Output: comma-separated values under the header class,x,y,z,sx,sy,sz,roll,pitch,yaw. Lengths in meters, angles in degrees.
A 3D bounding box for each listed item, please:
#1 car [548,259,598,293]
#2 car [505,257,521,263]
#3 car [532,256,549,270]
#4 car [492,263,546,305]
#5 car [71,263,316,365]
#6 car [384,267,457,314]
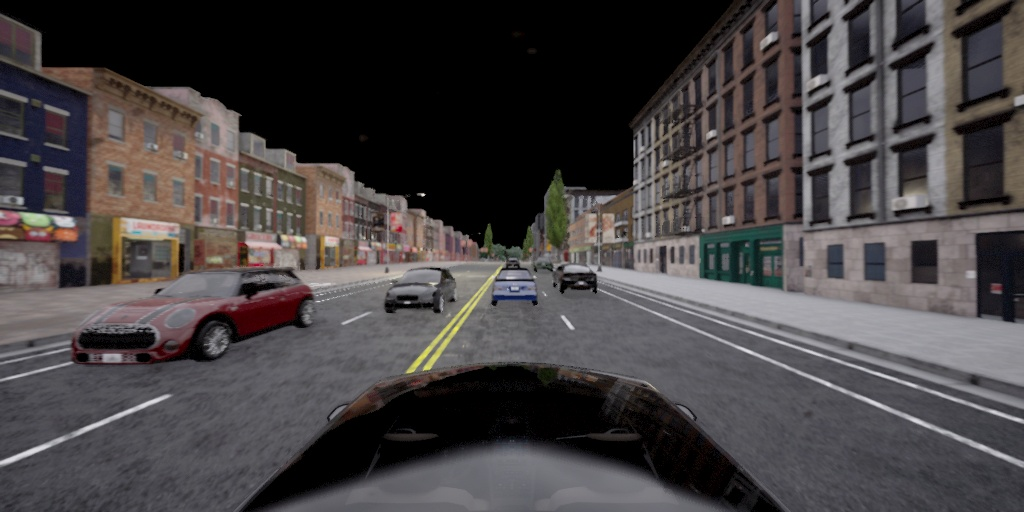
class,x,y,z,sx,sy,sz,roll,pitch,yaw
car,3.348,1.117,19.799,1.882,1.535,5.008,0,1,0
car,0.116,0.936,48.028,1.837,1.490,4.892,0,0,0
car,3.361,0.825,40.391,2.097,1.767,4.553,0,0,0
car,0.103,1.218,15.601,2.033,1.411,5.357,0,0,0
car,-6.553,1.068,8.132,2.097,1.767,4.553,0,0,0
car,-3.249,1.190,13.567,1.837,1.490,4.892,0,0,0
